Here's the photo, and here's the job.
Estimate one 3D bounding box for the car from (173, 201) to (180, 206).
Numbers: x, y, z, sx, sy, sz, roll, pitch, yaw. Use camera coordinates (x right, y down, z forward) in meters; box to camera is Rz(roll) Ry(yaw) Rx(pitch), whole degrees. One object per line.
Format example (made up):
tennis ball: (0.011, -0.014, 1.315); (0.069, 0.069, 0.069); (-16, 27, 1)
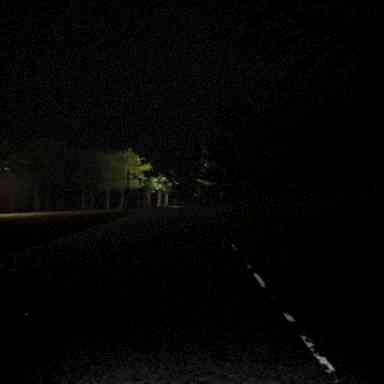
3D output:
car: (-4.442, 3.336, 95.380); (2.128, 1.511, 4.902); (0, -2, -1)
